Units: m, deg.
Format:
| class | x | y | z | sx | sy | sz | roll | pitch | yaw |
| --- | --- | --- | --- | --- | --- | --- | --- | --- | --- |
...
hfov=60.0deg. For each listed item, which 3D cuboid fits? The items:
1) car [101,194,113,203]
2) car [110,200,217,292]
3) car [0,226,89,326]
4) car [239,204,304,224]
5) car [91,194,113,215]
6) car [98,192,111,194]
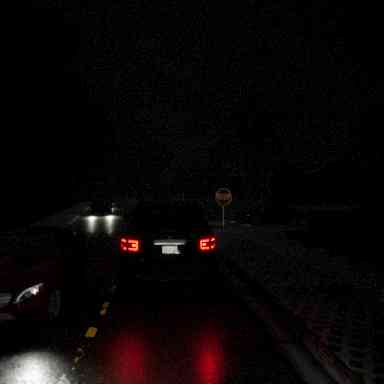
| class | x | y | z | sx | sy | sz | roll | pitch | yaw |
| --- | --- | --- | --- | --- | --- | --- | --- | --- | --- |
| car | -15.813 | 1.249 | 61.835 | 1.837 | 1.490 | 4.892 | 0 | 0 | -11 |
| car | -0.750 | 1.219 | 9.185 | 2.150 | 2.045 | 5.566 | 0 | 0 | -7 |
| car | -3.426 | 1.514 | 7.126 | 1.812 | 1.442 | 4.674 | 0 | 0 | -7 |
| car | 6.102 | 1.671 | 25.621 | 5.008 | 1.535 | 1.882 | 1 | -3 | -11 |
| car | -8.766 | 1.333 | 32.426 | 1.882 | 1.535 | 5.008 | 1 | 1 | -14 |
| car | -12.163 | 0.991 | 46.163 | 2.150 | 2.045 | 5.566 | 1 | 1 | -13 |
